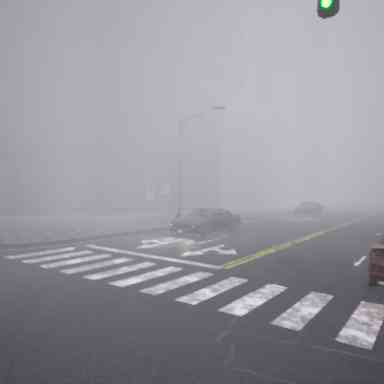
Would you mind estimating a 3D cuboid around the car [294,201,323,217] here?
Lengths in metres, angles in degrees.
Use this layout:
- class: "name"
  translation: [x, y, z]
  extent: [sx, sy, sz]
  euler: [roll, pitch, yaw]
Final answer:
- class: "car"
  translation: [12.250, 1.680, 34.795]
  extent: [1.882, 1.535, 5.008]
  euler: [1, 0, 35]

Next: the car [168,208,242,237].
- class: "car"
  translation: [0.945, 1.600, 18.837]
  extent: [2.033, 1.411, 5.357]
  euler: [1, 0, 35]

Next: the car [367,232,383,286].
- class: "car"
  translation: [6.127, 1.629, 9.104]
  extent: [1.882, 1.535, 5.008]
  euler: [1, 0, 35]
